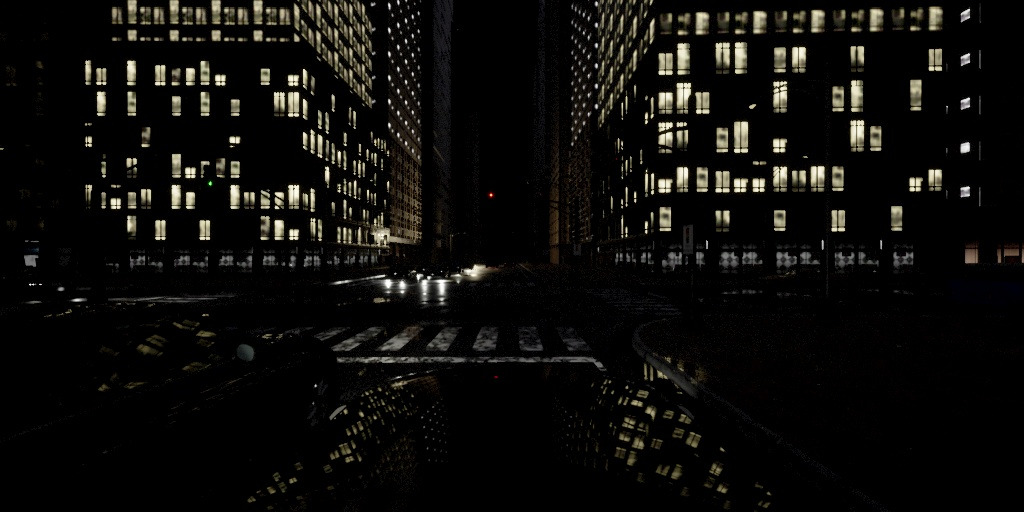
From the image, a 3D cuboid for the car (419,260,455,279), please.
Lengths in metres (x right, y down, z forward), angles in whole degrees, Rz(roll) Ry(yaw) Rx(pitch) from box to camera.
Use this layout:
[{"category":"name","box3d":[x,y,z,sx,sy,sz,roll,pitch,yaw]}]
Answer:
[{"category":"car","box3d":[-6.798,1.305,32.963,1.812,1.442,4.674,0,0,0]}]

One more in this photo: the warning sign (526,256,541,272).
[{"category":"warning sign","box3d":[2.600,0.910,40.844,1.300,1.860,1.060,0,0,0]}]

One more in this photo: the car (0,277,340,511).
[{"category":"car","box3d":[-3.155,1.102,2.569,2.097,1.767,4.553,0,0,0]}]

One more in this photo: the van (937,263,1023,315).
[{"category":"van","box3d":[18.289,1.119,12.786,3.998,1.789,1.690,0,0,2]}]

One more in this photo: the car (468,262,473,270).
[{"category":"car","box3d":[-6.913,1.392,53.441,1.994,1.385,4.181,0,0,1]}]

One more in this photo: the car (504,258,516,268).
[{"category":"car","box3d":[-0.397,1.426,63.840,1.994,1.385,4.181,0,0,0]}]

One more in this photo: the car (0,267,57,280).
[{"category":"car","box3d":[-23.088,1.250,16.399,4.902,1.511,2.128,0,0,0]}]

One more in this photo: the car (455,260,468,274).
[{"category":"car","box3d":[-6.862,1.277,42.837,1.882,1.535,5.008,0,0,0]}]

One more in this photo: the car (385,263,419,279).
[{"category":"car","box3d":[-10.049,1.343,32.807,1.994,1.385,4.181,0,0,0]}]

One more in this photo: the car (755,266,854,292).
[{"category":"car","box3d":[16.966,1.293,20.949,4.829,1.417,1.751,0,0,2]}]

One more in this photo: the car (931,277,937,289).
[{"category":"car","box3d":[26.803,1.357,20.528,4.207,1.307,1.802,0,0,2]}]

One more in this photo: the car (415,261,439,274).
[{"category":"car","box3d":[-10.123,1.363,42.819,1.994,1.385,4.181,0,0,-2]}]

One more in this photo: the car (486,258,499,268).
[{"category":"car","box3d":[-3.541,1.214,63.660,2.097,1.767,4.553,0,0,-1]}]
